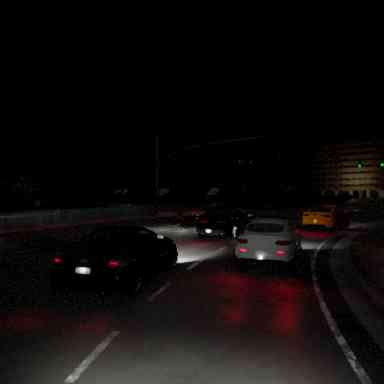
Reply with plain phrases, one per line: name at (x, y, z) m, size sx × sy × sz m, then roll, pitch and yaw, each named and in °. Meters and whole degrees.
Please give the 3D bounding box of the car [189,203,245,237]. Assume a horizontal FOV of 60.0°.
car at (1.947, 1.567, 17.813) m, size 1.837 × 1.490 × 4.892 m, roll 0°, pitch 0°, yaw 29°

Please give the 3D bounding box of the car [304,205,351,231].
car at (8.771, 1.557, 21.443) m, size 1.882 × 1.535 × 5.008 m, roll 0°, pitch 0°, yaw 38°

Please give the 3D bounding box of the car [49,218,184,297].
car at (-1.788, 1.593, 8.815) m, size 1.994 × 1.385 × 4.181 m, roll 0°, pitch 0°, yaw 13°

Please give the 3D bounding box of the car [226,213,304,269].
car at (2.721, 1.565, 11.413) m, size 1.812 × 1.442 × 4.674 m, roll 0°, pitch 0°, yaw 20°

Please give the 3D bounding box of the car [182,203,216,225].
car at (1.316, 1.557, 23.922) m, size 1.882 × 1.535 × 5.008 m, roll -1°, pitch -1°, yaw 39°
